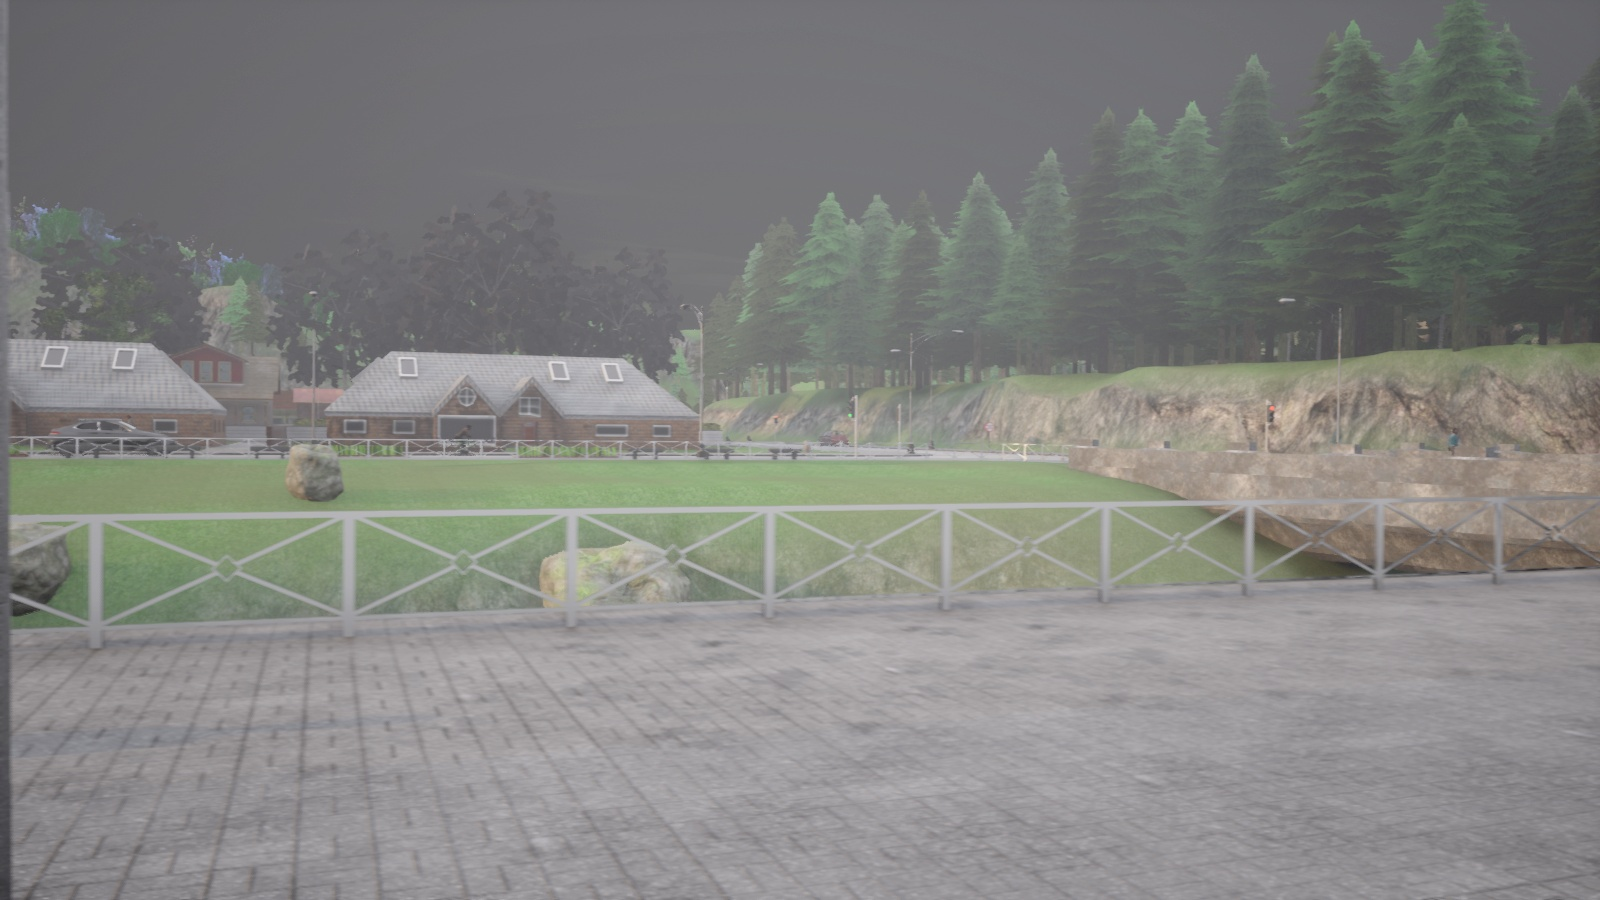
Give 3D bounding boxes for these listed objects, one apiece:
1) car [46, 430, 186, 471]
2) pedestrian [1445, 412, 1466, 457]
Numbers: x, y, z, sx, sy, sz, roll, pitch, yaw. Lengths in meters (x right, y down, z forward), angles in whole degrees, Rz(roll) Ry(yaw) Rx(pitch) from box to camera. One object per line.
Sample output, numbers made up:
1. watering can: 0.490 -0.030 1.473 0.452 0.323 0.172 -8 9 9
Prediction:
1. car: -29.442 0.012 54.262 5.027 1.651 2.152 -1 1 -21
2. pedestrian: 28.528 -0.690 54.643 0.396 1.930 0.692 -1 1 -21
